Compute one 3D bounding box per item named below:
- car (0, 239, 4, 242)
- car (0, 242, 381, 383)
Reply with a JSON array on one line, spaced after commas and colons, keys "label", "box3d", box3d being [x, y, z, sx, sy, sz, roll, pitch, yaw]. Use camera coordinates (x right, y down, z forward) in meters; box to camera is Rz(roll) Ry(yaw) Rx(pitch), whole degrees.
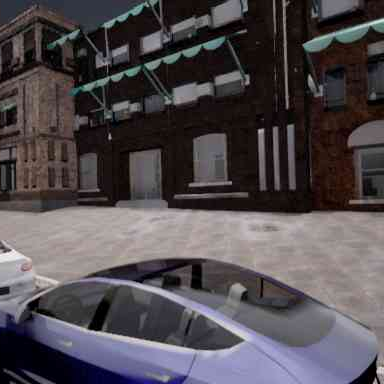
[{"label": "car", "box3d": [-5.093, 1.518, 6.950, 4.674, 1.452, 2.002, 0, 0, 36]}, {"label": "car", "box3d": [-0.603, 1.506, 3.746, 4.792, 1.488, 2.163, 0, 0, 35]}]
